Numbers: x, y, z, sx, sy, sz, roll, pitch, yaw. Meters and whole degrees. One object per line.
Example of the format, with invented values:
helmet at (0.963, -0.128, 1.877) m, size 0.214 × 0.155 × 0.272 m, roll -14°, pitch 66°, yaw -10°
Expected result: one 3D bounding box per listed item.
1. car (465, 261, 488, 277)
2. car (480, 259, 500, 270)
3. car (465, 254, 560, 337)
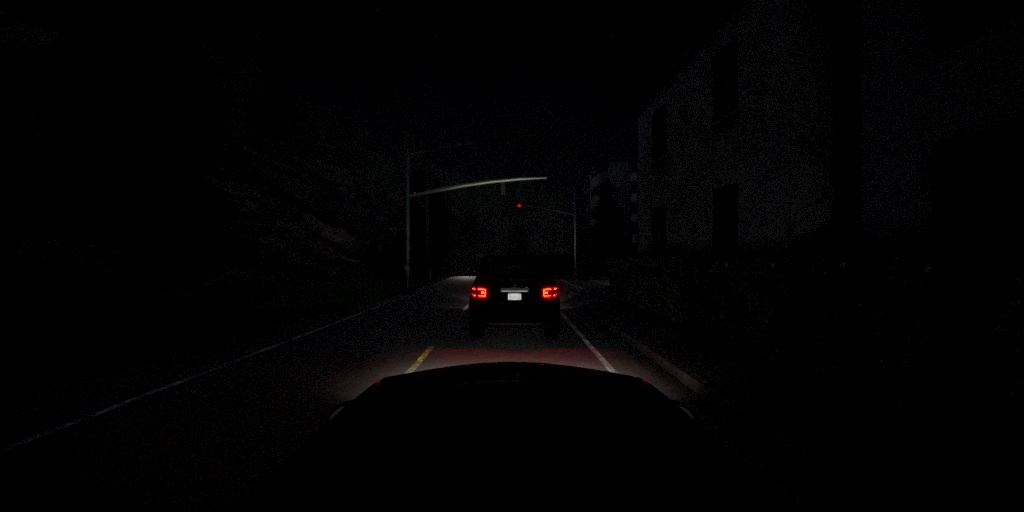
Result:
car at (-3.624, 1.255, 37.126) m, size 1.837 × 1.490 × 4.892 m, roll 0°, pitch 0°, yaw 0°
car at (-3.143, 1.227, 52.125) m, size 1.882 × 1.535 × 5.008 m, roll 0°, pitch 0°, yaw 8°
car at (0.063, 0.971, 10.403) m, size 2.150 × 2.045 × 5.566 m, roll 0°, pitch 0°, yaw 0°
